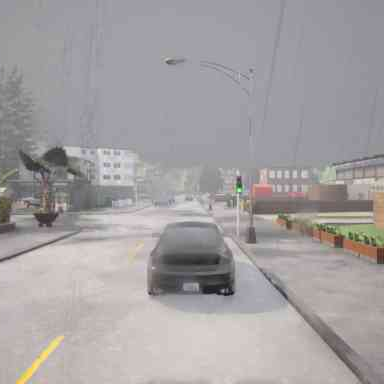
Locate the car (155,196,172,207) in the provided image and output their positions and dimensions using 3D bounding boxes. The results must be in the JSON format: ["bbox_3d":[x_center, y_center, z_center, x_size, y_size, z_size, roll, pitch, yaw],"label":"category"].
[{"bbox_3d":[-4.571,1.477,50.588,1.882,1.535,5.008,0,0,0],"label":"car"}]

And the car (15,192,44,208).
[{"bbox_3d":[-20.154,0.985,42.086,1.905,1.878,3.866,0,0,34],"label":"car"}]

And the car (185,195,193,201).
[{"bbox_3d":[-0.786,1.525,83.218,2.128,1.511,4.902,0,0,-1],"label":"car"}]

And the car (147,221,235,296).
[{"bbox_3d":[-0.017,1.506,8.595,1.837,1.490,4.892,0,0,0],"label":"car"}]

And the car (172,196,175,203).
[{"bbox_3d":[-4.637,1.477,60.001,1.882,1.535,5.008,0,0,0],"label":"car"}]

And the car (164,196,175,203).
[{"bbox_3d":[-4.665,1.525,70.431,2.128,1.511,4.902,0,0,-1],"label":"car"}]
